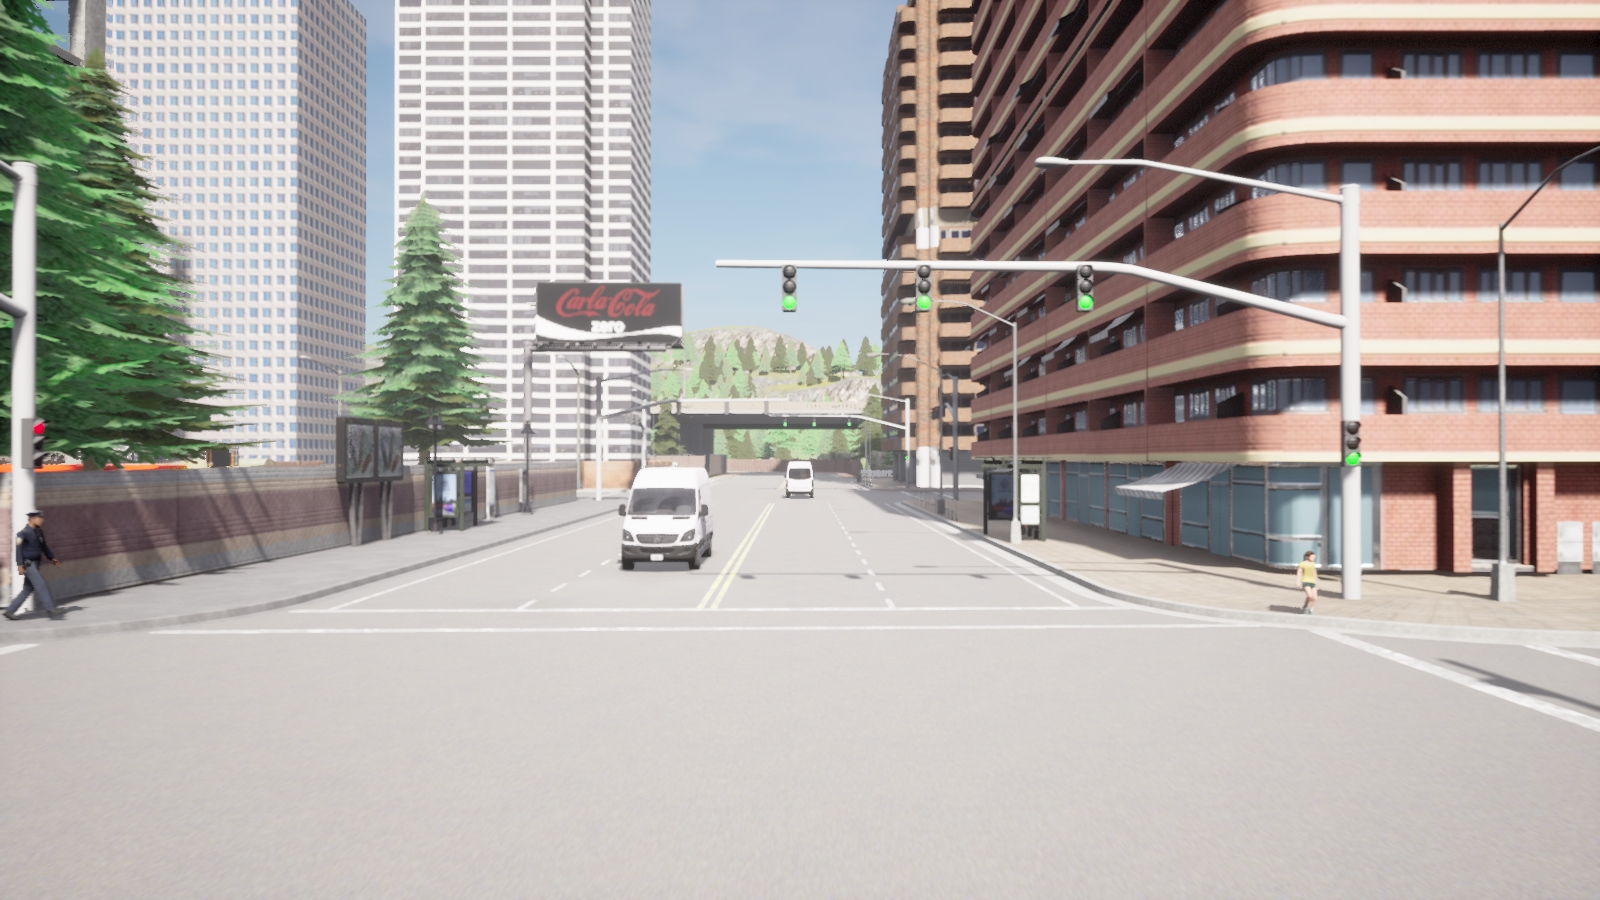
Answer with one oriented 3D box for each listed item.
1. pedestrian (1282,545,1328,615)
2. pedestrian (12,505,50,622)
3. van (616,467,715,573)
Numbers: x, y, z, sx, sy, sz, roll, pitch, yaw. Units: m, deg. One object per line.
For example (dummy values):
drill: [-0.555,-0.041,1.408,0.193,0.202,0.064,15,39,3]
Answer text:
pedestrian: [8.445,2.166,19.125,0.500,1.100,0.500,0,0,-17]
pedestrian: [-12.564,1.844,18.671,0.375,1.860,0.375,0,0,-2]
van: [-3.512,1.761,30.925,1.988,2.561,5.915,0,0,0]
